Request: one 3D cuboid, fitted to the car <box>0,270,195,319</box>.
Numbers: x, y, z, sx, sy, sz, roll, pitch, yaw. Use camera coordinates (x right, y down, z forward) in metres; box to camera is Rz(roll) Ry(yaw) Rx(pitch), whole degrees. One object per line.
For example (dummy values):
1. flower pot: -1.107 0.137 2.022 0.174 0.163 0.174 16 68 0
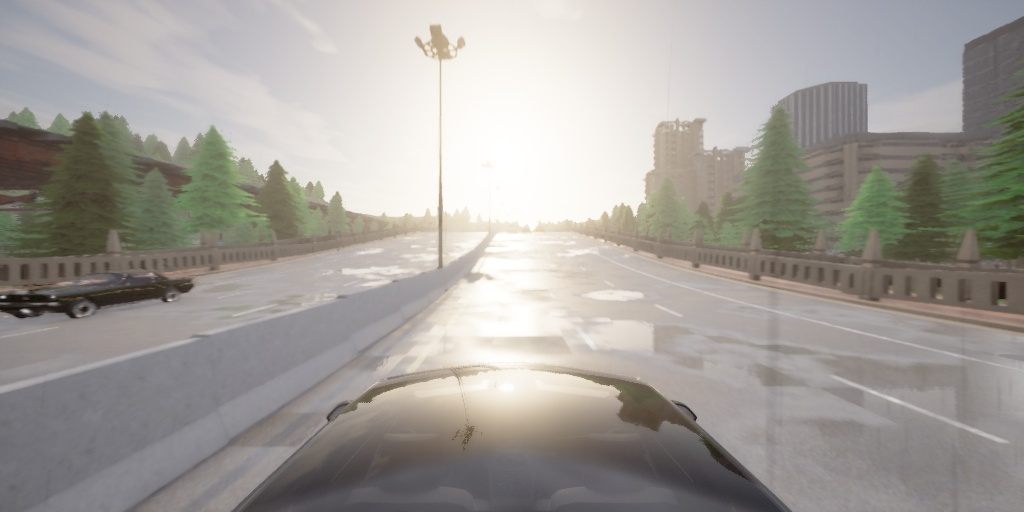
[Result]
1. car: -13.999 1.197 12.518 1.895 1.301 4.718 0 2 0
